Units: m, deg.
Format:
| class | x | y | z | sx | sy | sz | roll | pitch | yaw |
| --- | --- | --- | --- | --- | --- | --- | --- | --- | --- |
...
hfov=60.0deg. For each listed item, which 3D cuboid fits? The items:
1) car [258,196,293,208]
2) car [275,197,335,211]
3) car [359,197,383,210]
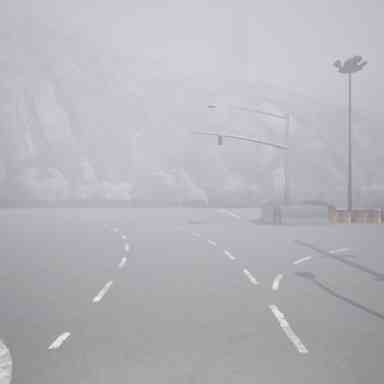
| class | x | y | z | sx | sy | sz | roll | pitch | yaw |
| --- | --- | --- | --- | --- | --- | --- | --- | --- | --- |
| car | 10.479 | 1.265 | 40.816 | 4.553 | 1.767 | 2.097 | 0 | 0 | -3 |
| car | 10.457 | 1.442 | 30.309 | 4.892 | 1.490 | 1.837 | 0 | 0 | -3 |
| car | 23.352 | 1.407 | 41.479 | 4.902 | 1.511 | 2.128 | 0 | 0 | -3 |
